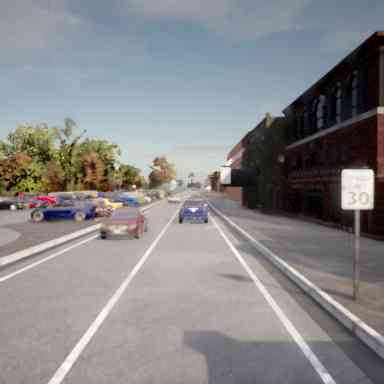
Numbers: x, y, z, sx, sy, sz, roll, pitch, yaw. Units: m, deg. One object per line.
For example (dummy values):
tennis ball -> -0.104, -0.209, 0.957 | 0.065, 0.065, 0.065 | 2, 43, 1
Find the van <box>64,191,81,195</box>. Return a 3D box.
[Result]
van -> -21.655, 1.016, 55.871 | 4.442, 1.987, 1.878 | 0, 1, 0

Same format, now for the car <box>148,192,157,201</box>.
car -> -9.178, 1.188, 58.677 | 5.008, 1.535, 2.097 | 0, 1, 0

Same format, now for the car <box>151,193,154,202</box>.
car -> -9.198, 1.281, 55.853 | 4.674, 1.452, 2.002 | 0, 1, 0

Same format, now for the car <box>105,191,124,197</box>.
car -> -21.535, 0.547, 92.578 | 4.892, 1.521, 2.231 | 0, 1, 0

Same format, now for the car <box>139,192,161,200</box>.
car -> -9.126, 0.794, 72.801 | 4.553, 1.767, 2.185 | 0, 1, 0

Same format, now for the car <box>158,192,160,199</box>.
car -> -9.150, 1.121, 64.328 | 4.674, 1.452, 2.002 | 0, 1, 0

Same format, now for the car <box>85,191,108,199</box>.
car -> -21.677, 0.743, 75.512 | 4.553, 1.767, 2.185 | 0, 1, 0

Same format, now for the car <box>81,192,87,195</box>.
car -> -21.787, 1.217, 58.703 | 4.792, 1.488, 2.163 | 0, 1, 0

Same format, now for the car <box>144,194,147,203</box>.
car -> -9.257, 1.366, 47.354 | 4.674, 1.452, 2.002 | 0, 0, 0

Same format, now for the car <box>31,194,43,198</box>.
car -> -21.838, 1.362, 41.614 | 4.792, 1.488, 2.163 | 0, 0, 0

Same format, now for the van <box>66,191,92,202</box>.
van -> -21.836, 0.855, 64.342 | 4.442, 1.987, 1.878 | 0, 1, 0

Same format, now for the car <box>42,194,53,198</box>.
car -> -21.820, 1.358, 44.437 | 4.792, 1.488, 2.163 | 0, 0, 0

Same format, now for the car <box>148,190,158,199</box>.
car -> -9.197, 1.009, 61.500 | 4.553, 1.767, 2.185 | 0, 1, 0

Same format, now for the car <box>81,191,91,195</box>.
car -> -21.706, 1.011, 61.397 | 4.553, 1.767, 2.185 | 0, 1, 0

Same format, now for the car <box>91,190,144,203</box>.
car -> -9.262, 1.082, 41.703 | 5.566, 2.045, 2.435 | 0, 0, 0

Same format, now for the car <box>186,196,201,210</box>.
car -> 0.148, 1.370, 42.925 | 1.837, 1.490, 4.892 | 0, 0, 0

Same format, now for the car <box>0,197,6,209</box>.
car -> -21.918, 1.343, 33.143 | 5.008, 1.535, 2.097 | 0, 0, 0

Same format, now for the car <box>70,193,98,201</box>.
car -> -21.706, 1.028, 67.170 | 4.892, 1.521, 2.231 | 0, 1, 0

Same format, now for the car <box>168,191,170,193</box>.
car -> -8.976, 0.682, 86.929 | 4.792, 1.488, 2.163 | 0, 1, 0

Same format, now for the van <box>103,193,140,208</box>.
van -> -9.389, 1.104, 44.529 | 4.442, 1.987, 1.878 | 0, 0, 0

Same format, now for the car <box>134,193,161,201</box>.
car -> -9.298, 0.970, 69.979 | 5.366, 1.575, 1.946 | 0, 1, 0

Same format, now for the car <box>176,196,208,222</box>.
car -> 0.106, 1.308, 25.635 | 2.097, 1.767, 4.553 | 0, 0, 0

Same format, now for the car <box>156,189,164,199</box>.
car -> -9.158, 0.776, 67.148 | 5.566, 2.045, 2.435 | 0, 1, 0

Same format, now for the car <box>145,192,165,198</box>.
car -> -9.039, 0.799, 81.279 | 4.674, 1.452, 2.002 | 0, 1, 0

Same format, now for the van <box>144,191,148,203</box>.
van -> -9.354, 1.093, 50.059 | 4.442, 1.987, 1.878 | 0, 0, 0

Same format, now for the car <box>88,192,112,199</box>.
car -> -21.623, 0.815, 78.337 | 5.008, 1.535, 2.097 | 0, 1, 0

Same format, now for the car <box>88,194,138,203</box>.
car -> -9.313, 1.337, 38.877 | 5.008, 1.535, 2.097 | 0, 0, 0

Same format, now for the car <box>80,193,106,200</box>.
car -> -21.669, 0.922, 72.691 | 5.008, 1.535, 2.097 | 0, 1, 0

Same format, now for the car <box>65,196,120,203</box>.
car -> -9.364, 1.388, 30.400 | 4.674, 1.452, 2.002 | 0, 0, 0

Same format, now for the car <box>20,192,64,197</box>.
car -> -21.803, 1.074, 47.261 | 5.566, 2.045, 2.435 | 0, 0, 0

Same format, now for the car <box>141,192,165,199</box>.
car -> -9.245, 0.810, 78.454 | 5.366, 1.575, 1.946 | 0, 1, 0

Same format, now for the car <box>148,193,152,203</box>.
car -> -9.222, 1.330, 53.019 | 4.674, 1.452, 2.002 | 0, 1, 0

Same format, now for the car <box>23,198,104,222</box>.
car -> -9.426, 1.385, 24.748 | 4.792, 1.488, 2.163 | 0, 0, 0

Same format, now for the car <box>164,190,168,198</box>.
car -> -8.891, 0.863, 75.627 | 5.366, 1.575, 1.946 | 0, 1, 0

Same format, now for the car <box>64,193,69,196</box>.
car -> -21.807, 1.318, 50.096 | 5.008, 1.535, 2.097 | 0, 0, 0

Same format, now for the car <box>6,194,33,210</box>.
car -> -21.892, 1.337, 38.915 | 4.892, 1.521, 2.231 | 0, 0, 0

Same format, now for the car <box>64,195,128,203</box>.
car -> -9.529, 1.341, 33.227 | 5.366, 1.575, 1.946 | 0, 0, 0

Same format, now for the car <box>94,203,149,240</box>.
car -> -3.347, 1.513, 17.205 | 1.812, 1.442, 4.674 | 0, 0, 0

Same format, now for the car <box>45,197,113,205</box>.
car -> -9.381, 1.392, 27.575 | 4.674, 1.452, 2.002 | 0, 0, 0

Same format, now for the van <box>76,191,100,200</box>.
van -> -21.797, 0.748, 69.991 | 4.442, 1.987, 1.878 | 0, 1, 0

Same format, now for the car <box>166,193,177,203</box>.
car -> -3.140, 1.285, 59.683 | 1.895, 1.301, 4.718 | 0, 1, 1

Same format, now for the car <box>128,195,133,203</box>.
car -> -9.321, 1.341, 36.052 | 5.008, 1.535, 2.097 | 0, 0, 0
